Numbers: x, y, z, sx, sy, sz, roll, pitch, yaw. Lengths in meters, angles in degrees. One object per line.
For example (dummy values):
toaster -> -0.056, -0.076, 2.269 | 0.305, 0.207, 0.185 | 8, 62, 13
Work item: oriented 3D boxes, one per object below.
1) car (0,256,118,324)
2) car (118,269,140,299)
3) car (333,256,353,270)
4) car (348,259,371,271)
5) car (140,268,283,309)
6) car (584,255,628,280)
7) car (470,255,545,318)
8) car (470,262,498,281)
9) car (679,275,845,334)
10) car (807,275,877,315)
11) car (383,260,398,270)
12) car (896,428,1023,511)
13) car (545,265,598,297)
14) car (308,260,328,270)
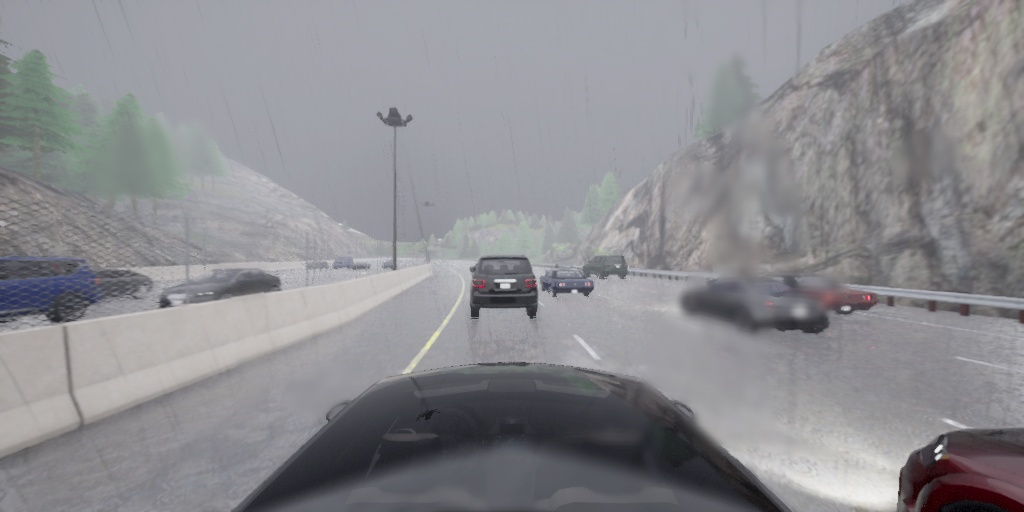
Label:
car -> -14.356, 1.007, 9.321 | 2.150, 2.045, 5.566 | 0, 0, -3
car -> -18.311, 1.300, 15.512 | 1.837, 1.490, 4.892 | 0, 0, -5
car -> -25.915, 1.038, 55.503 | 2.150, 2.045, 5.566 | 0, 0, -13
car -> -21.078, 1.406, 50.311 | 1.895, 1.301, 4.718 | 0, 0, -13
car -> -11.180, 1.269, 14.225 | 2.128, 1.511, 4.902 | 0, 0, -5
car -> 8.114, 0.955, 31.504 | 2.150, 2.045, 5.566 | 0, 0, -9
car -> -0.373, 0.973, 13.189 | 2.150, 2.045, 5.566 | 0, 0, -4
car -> -2.559, 1.307, 31.850 | 2.033, 1.411, 5.357 | 0, 0, -10
car -> 6.761, 1.299, 10.559 | 1.994, 1.385, 4.181 | 0, 0, -3
car -> 10.141, 1.328, 13.248 | 1.895, 1.301, 4.718 | 0, 0, -3
car -> -18.576, 1.347, 54.889 | 2.033, 1.411, 5.357 | 0, 0, -13
car -> 3.514, 1.306, 0.573 | 1.994, 1.385, 4.181 | 0, 0, 0
car -> 2.685, 1.346, 18.759 | 1.895, 1.301, 4.718 | 0, 0, -5
car -> -29.141, 1.316, 53.928 | 2.128, 1.511, 4.902 | 0, 0, -13
